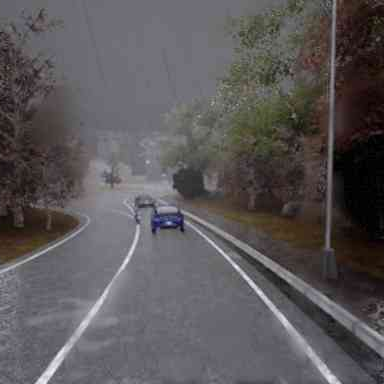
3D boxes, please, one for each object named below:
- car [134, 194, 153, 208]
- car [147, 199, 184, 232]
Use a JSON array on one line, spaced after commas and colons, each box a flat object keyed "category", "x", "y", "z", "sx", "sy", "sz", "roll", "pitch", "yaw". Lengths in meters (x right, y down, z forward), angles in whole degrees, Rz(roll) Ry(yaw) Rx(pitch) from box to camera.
[{"category": "car", "x": -5.334, "y": 0.958, "z": 37.144, "sx": 1.994, "sy": 1.385, "sz": 4.181, "roll": -1, "pitch": 4, "yaw": -16}, {"category": "car", "x": -1.637, "y": 1.515, "z": 20.854, "sx": 1.882, "sy": 1.535, "sz": 5.008, "roll": -1, "pitch": 1, "yaw": -8}]
